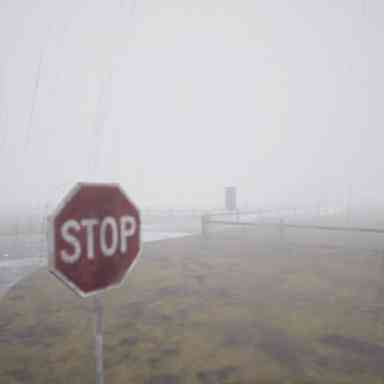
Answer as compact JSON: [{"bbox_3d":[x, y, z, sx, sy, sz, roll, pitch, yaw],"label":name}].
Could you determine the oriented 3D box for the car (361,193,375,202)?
[{"bbox_3d":[43.419,1.626,82.846,2.033,1.411,5.357,-2,0,37],"label":"car"}]
